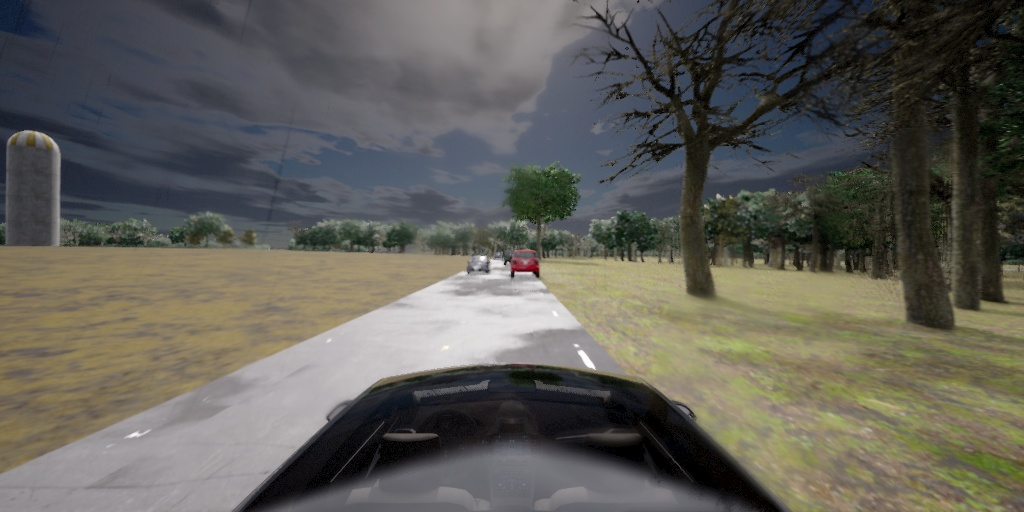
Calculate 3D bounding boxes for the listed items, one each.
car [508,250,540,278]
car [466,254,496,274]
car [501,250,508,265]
[{"bbox_3d":[0.955,0.546,27.953,2.150,2.045,5.566,0,1,0],"label":"car"},{"bbox_3d":[-2.837,0.753,31.231,2.128,1.511,4.902,0,1,0],"label":"car"},{"bbox_3d":[0.011,0.155,48.636,2.150,2.045,5.566,0,1,0],"label":"car"}]
